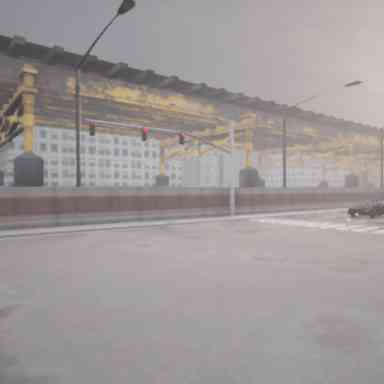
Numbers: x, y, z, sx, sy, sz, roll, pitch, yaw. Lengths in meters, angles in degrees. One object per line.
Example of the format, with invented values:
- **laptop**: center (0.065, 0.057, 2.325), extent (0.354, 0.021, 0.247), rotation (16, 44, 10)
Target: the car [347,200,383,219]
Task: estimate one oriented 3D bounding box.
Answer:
- **car**: center (15.103, 1.365, 27.663), extent (5.357, 1.411, 2.033), rotation (0, 0, -35)
